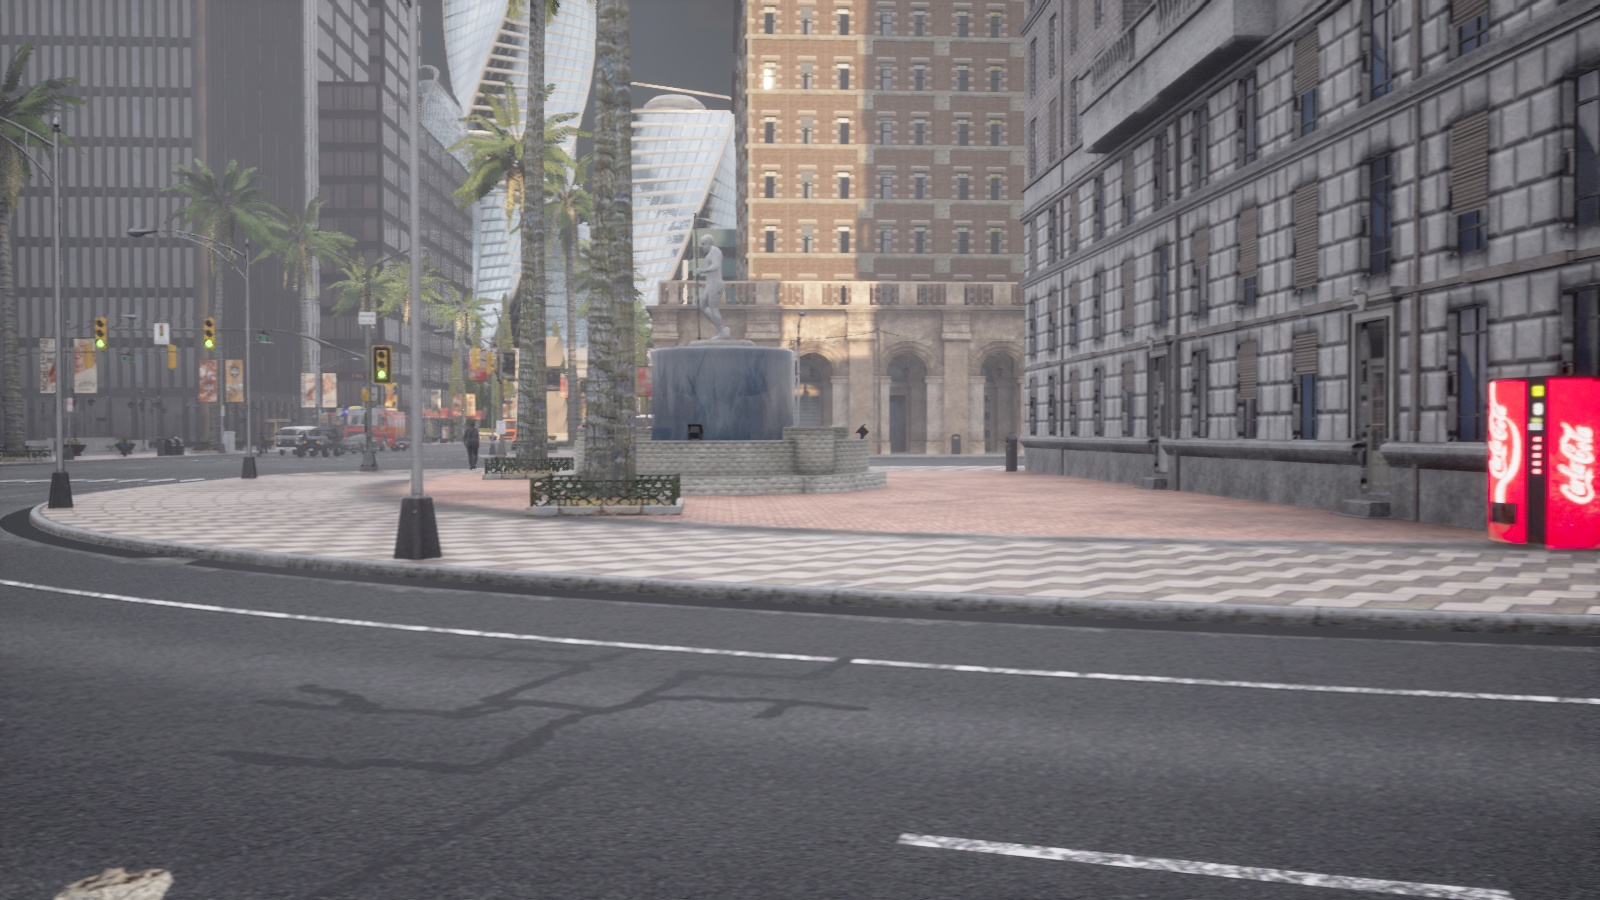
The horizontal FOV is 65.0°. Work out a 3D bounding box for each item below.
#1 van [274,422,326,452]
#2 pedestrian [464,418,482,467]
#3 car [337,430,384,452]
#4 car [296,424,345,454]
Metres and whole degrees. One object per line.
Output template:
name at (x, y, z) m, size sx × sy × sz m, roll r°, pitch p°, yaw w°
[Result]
van at (-34.996, -0.925, 88.008) m, size 2.069 × 2.038 × 4.480 m, roll 0°, pitch 1°, yaw -2°
pedestrian at (-12.408, -0.290, 47.720) m, size 0.540 × 1.848 × 0.694 m, roll 0°, pitch 1°, yaw -4°
car at (-31.618, -0.668, 90.502) m, size 1.837 × 1.490 × 4.892 m, roll 0°, pitch 1°, yaw -3°
car at (-31.193, -0.744, 81.822) m, size 1.905 × 1.878 × 3.866 m, roll 0°, pitch 1°, yaw -3°
